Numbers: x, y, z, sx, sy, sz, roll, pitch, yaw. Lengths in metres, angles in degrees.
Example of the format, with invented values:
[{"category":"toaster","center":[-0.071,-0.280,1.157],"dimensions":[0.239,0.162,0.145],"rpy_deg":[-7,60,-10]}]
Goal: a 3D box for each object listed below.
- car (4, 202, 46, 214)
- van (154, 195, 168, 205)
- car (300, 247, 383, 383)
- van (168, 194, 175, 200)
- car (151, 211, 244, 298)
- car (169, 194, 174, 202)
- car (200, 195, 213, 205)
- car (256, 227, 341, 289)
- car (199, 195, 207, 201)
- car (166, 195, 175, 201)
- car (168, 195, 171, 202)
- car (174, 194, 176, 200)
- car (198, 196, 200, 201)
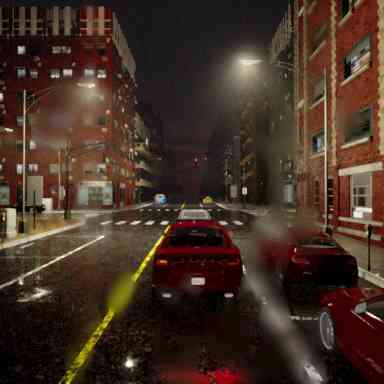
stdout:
[{"category":"car","center":[-18.680,1.730,37.269],"dimensions":[4.313,1.339,1.947],"rpy_deg":[0,-1,0]},{"category":"van","center":[-5.627,1.359,58.168],"dimensions":[1.690,1.788,3.998],"rpy_deg":[1,0,0]},{"category":"car","center":[2.670,1.583,3.213],"dimensions":[1.802,1.307,4.206],"rpy_deg":[1,0,0]},{"category":"van","center":[-5.599,1.375,92.082],"dimensions":[1.690,1.788,3.998],"rpy_deg":[1,0,0]},{"category":"car","center":[0.105,1.480,8.549],"dimensions":[1.882,1.535,5.008],"rpy_deg":[0,0,0]},{"category":"car","center":[-5.617,1.607,75.125],"dimensions":[1.802,1.307,4.206],"rpy_deg":[1,0,0]},{"category":"car","center":[2.750,1.543,58.292],"dimensions":[1.752,1.417,4.829],"rpy_deg":[1,0,0]},{"category":"car","center":[2.845,1.584,8.869],"dimensions":[1.802,1.307,4.206],"rpy_deg":[1,0,0]},{"category":"car","center":[2.773,1.597,86.383],"dimensions":[1.947,1.339,4.313],"rpy_deg":[1,0,0]},{"category":"car","center":[-5.607,1.582,86.429],"dimensions":[2.008,1.369,4.403],"rpy_deg":[1,0,0]},{"category":"car","center":[-5.626,1.602,63.820],"dimensions":[1.802,1.307,4.206],"rpy_deg":[1,0,0]},{"category":"car","center":[-5.611,1.553,80.607],"dimensions":[1.752,1.417,4.829],"rpy_deg":[1,0,0]},{"category":"car","center":[2.769,1.572,80.732],"dimensions":[1.887,1.381,4.507],"rpy_deg":[1,0,0]}]
